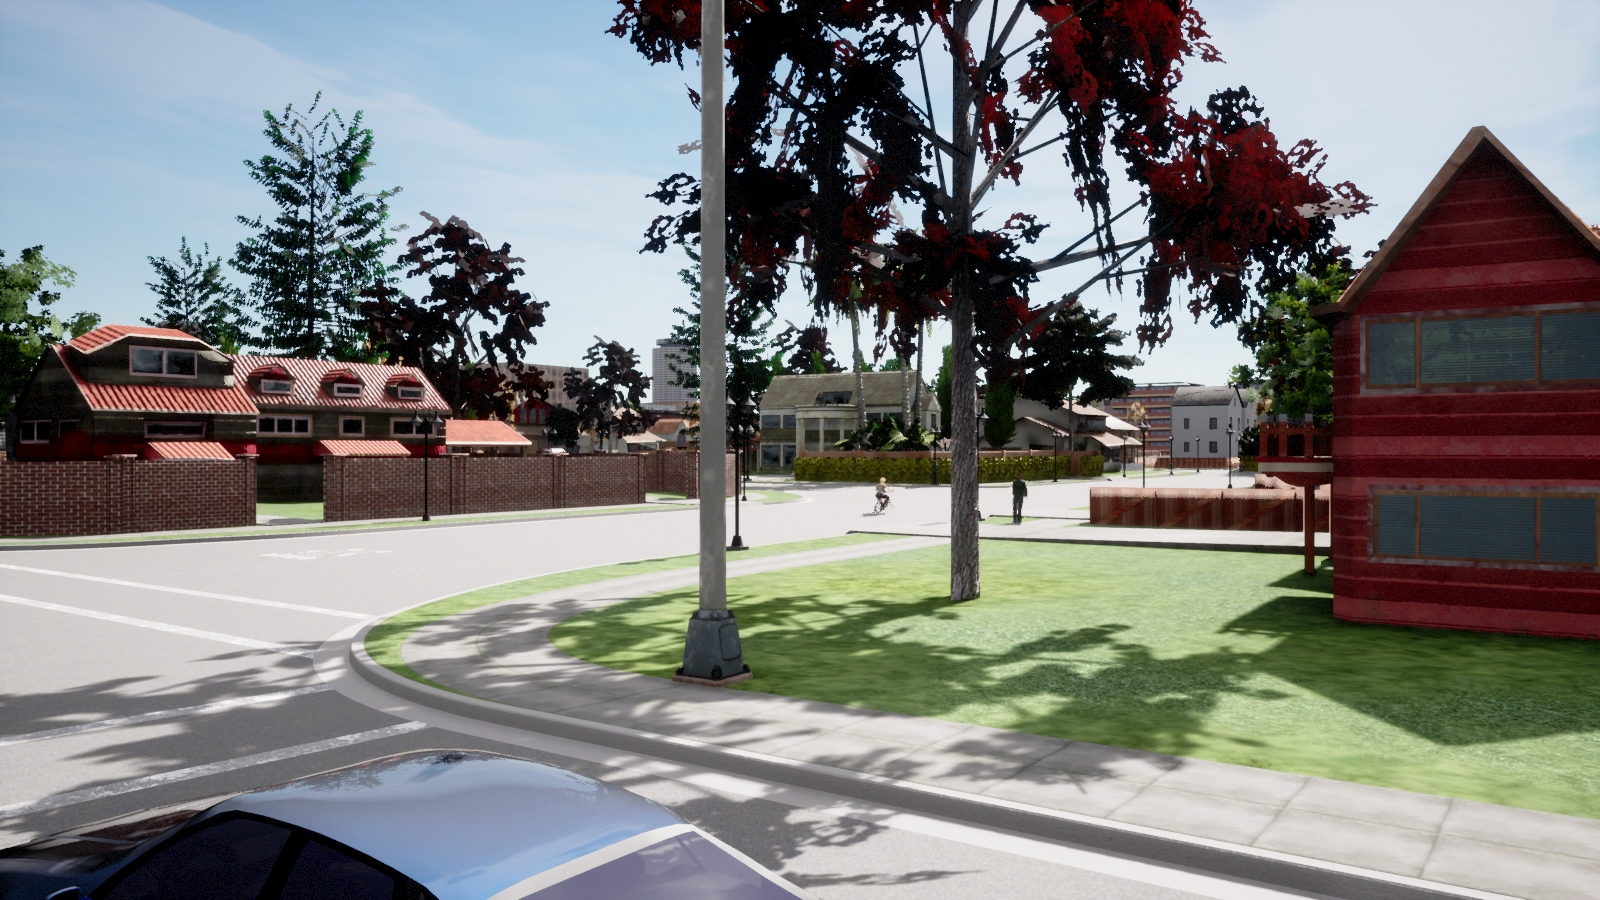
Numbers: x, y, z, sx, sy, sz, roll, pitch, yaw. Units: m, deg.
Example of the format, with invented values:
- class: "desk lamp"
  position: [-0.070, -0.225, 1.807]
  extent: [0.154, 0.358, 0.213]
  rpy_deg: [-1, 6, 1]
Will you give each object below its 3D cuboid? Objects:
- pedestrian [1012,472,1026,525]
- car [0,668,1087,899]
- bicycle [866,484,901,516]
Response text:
- class: "pedestrian"
  position: [7.714, 1.704, 40.258]
  extent: [0.375, 1.860, 0.375]
  rpy_deg: [0, 0, 25]
- class: "car"
  position: [-1.713, 2.106, 4.943]
  extent: [5.357, 1.411, 2.033]
  rpy_deg: [0, 0, 36]
- class: "bicycle"
  position: [3.627, 2.145, 49.501]
  extent: [0.859, 1.301, 1.487]
  rpy_deg: [0, 0, 34]
